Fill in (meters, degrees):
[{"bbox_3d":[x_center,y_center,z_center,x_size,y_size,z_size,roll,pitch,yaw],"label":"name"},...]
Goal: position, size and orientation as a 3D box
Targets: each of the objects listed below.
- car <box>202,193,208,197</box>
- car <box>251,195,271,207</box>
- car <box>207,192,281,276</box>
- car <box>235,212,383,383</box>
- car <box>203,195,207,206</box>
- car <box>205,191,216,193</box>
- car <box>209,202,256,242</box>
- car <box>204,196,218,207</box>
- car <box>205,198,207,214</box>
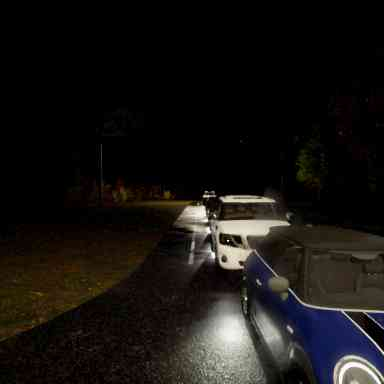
[{"bbox_3d":[2.491,1.273,41.580,2.128,1.511,4.902,0,0,2],"label":"car"},{"bbox_3d":[9.609,1.233,46.873,1.882,1.535,5.008,0,0,1],"label":"car"},{"bbox_3d":[1.733,1.160,10.485,2.150,2.045,5.566,0,0,1],"label":"car"},{"bbox_3d":[1.940,1.338,4.138,2.097,1.767,4.553,0,0,0],"label":"car"},{"bbox_3d":[2.179,1.321,29.325,1.882,1.535,5.008,0,0,1],"label":"car"},{"bbox_3d":[2.874,0.936,54.421,2.150,2.045,5.566,0,0,2],"label":"car"},{"bbox_3d":[1.876,1.383,16.825,1.882,1.535,5.008,0,0,1],"label":"car"},{"bbox_3d":[2.682,1.312,47.988,1.994,1.385,4.181,0,0,3],"label":"car"},{"bbox_3d":[2.028,1.379,23.072,1.837,1.490,4.892,0,0,1],"label":"car"}]
